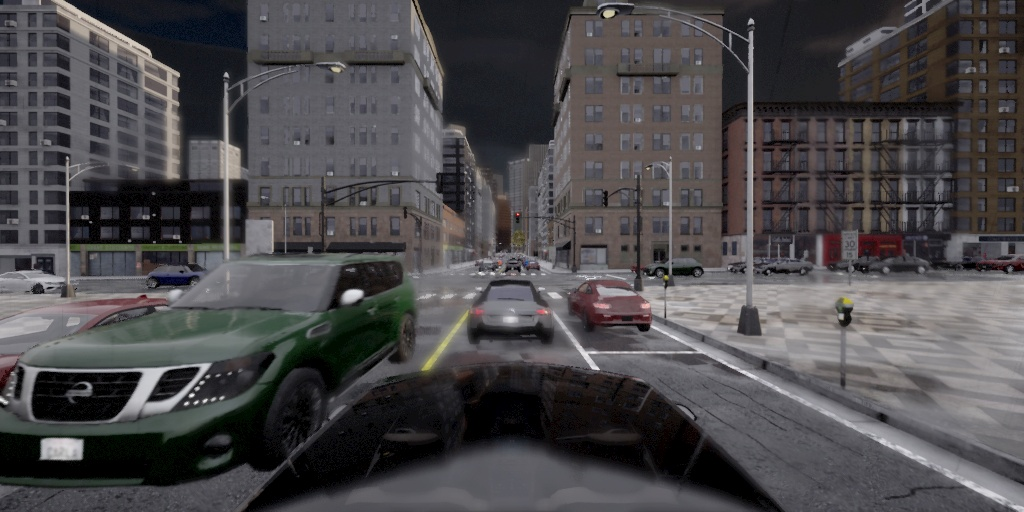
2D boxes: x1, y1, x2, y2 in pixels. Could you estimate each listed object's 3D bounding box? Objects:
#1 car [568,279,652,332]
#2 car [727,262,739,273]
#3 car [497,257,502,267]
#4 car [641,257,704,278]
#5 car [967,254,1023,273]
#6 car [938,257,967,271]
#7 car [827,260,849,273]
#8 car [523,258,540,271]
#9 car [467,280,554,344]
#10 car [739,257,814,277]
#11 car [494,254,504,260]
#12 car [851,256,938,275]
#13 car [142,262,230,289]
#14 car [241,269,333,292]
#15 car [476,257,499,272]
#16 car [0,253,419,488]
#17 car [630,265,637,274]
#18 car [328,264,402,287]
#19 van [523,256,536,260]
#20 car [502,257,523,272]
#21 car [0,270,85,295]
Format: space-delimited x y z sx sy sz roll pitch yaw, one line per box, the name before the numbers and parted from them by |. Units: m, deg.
car | 2.719 1.330 10.560 1.802 1.307 4.207 0 0 0
car | 22.521 0.869 33.132 4.902 1.511 2.128 -1 0 0
car | -3.039 1.201 55.213 2.033 1.411 5.357 0 0 0
car | 13.332 0.876 29.865 4.553 1.767 2.097 -1 0 0
car | 41.879 0.608 29.881 5.008 1.535 1.882 -1 0 0
car | 41.788 0.716 33.133 4.718 1.301 1.895 -1 0 0
car | 31.992 0.752 33.144 4.892 1.490 1.837 -1 0 0
car | 2.793 1.258 47.772 1.802 1.307 4.207 0 0 0
car | -0.035 1.312 9.562 1.994 1.385 4.181 0 0 0
car | 22.286 0.889 29.881 4.902 1.511 2.128 -1 0 0
car | -2.970 0.970 65.122 2.097 1.767 4.553 0 0 1
car | 31.751 0.772 29.892 4.892 1.490 1.837 -1 0 0
car | -23.812 1.406 26.349 4.553 1.767 2.097 -1 0 0
car | -14.377 1.549 23.116 4.718 1.301 1.895 -1 0 0
car | -3.073 1.208 45.563 1.812 1.442 4.674 0 0 2
car | -3.026 0.971 5.221 2.150 2.045 5.566 0 0 1
car | 13.480 1.106 33.117 4.718 1.301 1.895 -1 0 0
car | -10.736 1.396 26.367 4.674 1.442 1.812 -1 1 0
van | 2.811 1.000 53.324 1.690 1.789 3.998 0 0 0
car | 0.115 1.190 44.780 1.837 1.490 4.892 0 0 0
car | -30.937 1.685 23.089 4.674 1.442 1.812 -1 0 0
